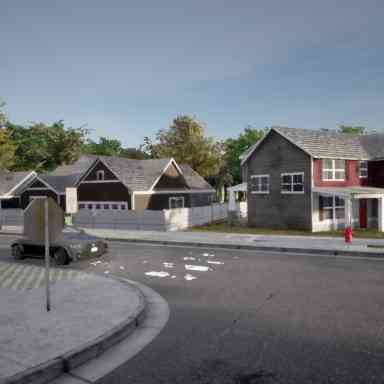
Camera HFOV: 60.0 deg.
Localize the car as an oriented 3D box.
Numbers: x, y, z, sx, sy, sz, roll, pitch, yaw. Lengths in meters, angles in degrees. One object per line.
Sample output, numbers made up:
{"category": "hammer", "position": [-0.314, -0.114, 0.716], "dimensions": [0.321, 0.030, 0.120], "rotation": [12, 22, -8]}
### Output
{"category": "car", "position": [-5.514, 2.094, 13.807], "dimensions": [4.181, 1.385, 1.994], "rotation": [-2, 0, 29]}
